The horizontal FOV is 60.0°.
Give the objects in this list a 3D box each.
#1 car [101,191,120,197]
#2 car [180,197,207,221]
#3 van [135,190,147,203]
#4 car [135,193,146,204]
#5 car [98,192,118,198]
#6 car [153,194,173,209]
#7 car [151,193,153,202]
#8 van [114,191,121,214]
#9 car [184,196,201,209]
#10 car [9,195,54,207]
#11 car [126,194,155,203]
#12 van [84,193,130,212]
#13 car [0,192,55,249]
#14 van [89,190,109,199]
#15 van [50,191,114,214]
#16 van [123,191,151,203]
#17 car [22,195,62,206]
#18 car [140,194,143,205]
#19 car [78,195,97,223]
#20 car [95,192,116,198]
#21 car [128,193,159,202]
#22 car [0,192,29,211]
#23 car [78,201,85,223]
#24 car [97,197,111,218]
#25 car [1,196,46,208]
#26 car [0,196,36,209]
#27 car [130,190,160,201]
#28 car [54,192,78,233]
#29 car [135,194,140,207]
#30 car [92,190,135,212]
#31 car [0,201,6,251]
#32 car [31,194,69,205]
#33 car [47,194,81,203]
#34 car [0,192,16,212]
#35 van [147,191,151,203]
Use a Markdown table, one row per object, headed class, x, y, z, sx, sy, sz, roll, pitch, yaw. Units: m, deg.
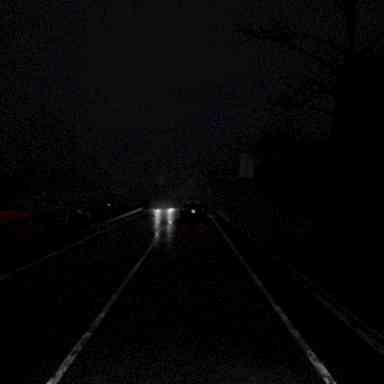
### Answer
| class | x | y | z | sx | sy | sz | roll | pitch | yaw |
| --- | --- | --- | --- | --- | --- | --- | --- | --- | --- |
| car | -22.160 | 0.512 | 90.710 | 4.553 | 1.767 | 2.185 | 0 | 1 | 0 |
| car | 0.093 | 1.362 | 25.368 | 2.163 | 1.488 | 4.792 | 0 | 0 | 0 |
| van | -9.093 | 0.967 | 47.026 | 4.442 | 1.987 | 1.878 | 0 | 1 | 0 |
| car | -9.001 | 1.254 | 44.226 | 4.792 | 1.488 | 2.163 | 0 | 1 | 0 |
| car | -22.121 | 0.713 | 87.937 | 4.674 | 1.452 | 2.002 | 0 | 1 | 0 |
| car | -3.353 | 1.239 | 41.376 | 1.837 | 1.490 | 4.892 | 0 | 0 | 0 |
| car | -8.980 | 1.127 | 52.637 | 5.008 | 1.535 | 2.097 | 0 | 1 | 0 |
| van | -9.065 | 1.094 | 30.201 | 4.442 | 1.987 | 1.878 | 0 | 0 | 0 |
| car | 0.088 | 1.274 | 42.170 | 2.033 | 1.411 | 5.357 | 0 | 1 | 0 |
| car | -22.239 | 1.199 | 46.303 | 5.366 | 1.575 | 1.946 | 0 | 1 | 0 |
| car | -8.997 | 1.095 | 58.244 | 4.674 | 1.452 | 2.002 | 0 | 1 | 0 |
| van | -9.075 | 1.065 | 35.806 | 4.442 | 1.987 | 1.878 | 0 | 0 | 0 |
| car | -8.892 | 1.154 | 13.382 | 5.566 | 2.045 | 2.435 | 0 | 0 | 0 |
| van | -22.226 | 0.553 | 79.607 | 4.442 | 1.987 | 1.878 | 0 | 1 | 0 |
| van | -9.061 | 1.108 | 27.398 | 4.442 | 1.987 | 1.878 | 0 | 0 | 0 |
| van | -9.107 | 0.865 | 55.438 | 4.442 | 1.987 | 1.878 | 0 | 1 | 0 |
| car | -22.054 | 1.171 | 49.080 | 5.008 | 1.535 | 2.097 | 0 | 1 | 0 |
| car | -8.964 | 1.289 | 41.419 | 4.674 | 1.452 | 2.002 | 0 | 0 | 0 |
| car | -8.966 | 1.237 | 21.792 | 4.553 | 1.767 | 2.185 | 0 | 0 | 0 |
| car | -22.114 | 0.708 | 85.162 | 5.008 | 1.535 | 2.097 | 0 | 1 | 0 |
| car | -8.814 | 1.015 | 61.047 | 5.366 | 1.575 | 1.946 | 0 | 1 | 0 |
| car | -22.013 | 1.025 | 37.972 | 5.566 | 2.045 | 2.435 | 0 | 0 | 0 |
| car | -8.927 | 1.417 | 18.990 | 4.674 | 1.452 | 2.002 | 0 | 0 | 0 |
| car | -8.933 | 1.349 | 24.596 | 4.892 | 1.521 | 2.231 | 0 | 0 | 0 |
| car | -22.021 | 1.263 | 43.532 | 4.792 | 1.488 | 2.163 | 0 | 0 | 0 |
| car | -22.074 | 1.285 | 40.748 | 4.792 | 1.488 | 2.163 | 0 | 0 | 0 |
| car | -8.976 | 0.731 | 63.847 | 5.566 | 2.045 | 2.435 | 0 | 1 | 0 |
| car | -8.897 | 1.140 | 16.185 | 5.566 | 2.045 | 2.435 | 0 | 0 | 0 |
| car | -8.969 | 1.271 | 38.615 | 4.892 | 1.521 | 2.231 | 0 | 0 | 0 |
| car | -8.925 | 1.054 | 33.005 | 5.566 | 2.045 | 2.435 | 0 | 0 | 0 |
| car | -8.885 | 1.294 | 10.579 | 4.553 | 1.767 | 2.185 | 0 | 0 | 0 |
| car | -22.058 | 1.139 | 51.858 | 4.892 | 1.521 | 2.231 | 0 | 1 | 0 |
| car | -22.078 | 1.066 | 57.407 | 5.008 | 1.535 | 2.097 | 0 | 1 | 0 |
| car | -22.065 | 1.044 | 35.195 | 5.566 | 2.045 | 2.435 | 0 | 0 | 0 |
| van | -8.864 | 0.936 | 49.828 | 4.442 | 1.987 | 1.878 | 0 | 1 | 0 |
